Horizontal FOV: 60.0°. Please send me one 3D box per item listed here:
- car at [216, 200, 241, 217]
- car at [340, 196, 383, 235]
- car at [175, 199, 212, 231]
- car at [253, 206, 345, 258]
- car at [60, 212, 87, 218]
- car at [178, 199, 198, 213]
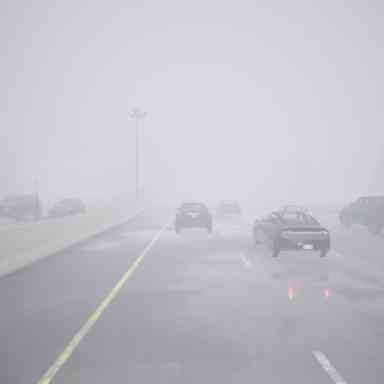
[{"bbox_3d":[3.380,1.493,31.479,2.128,1.511,4.902,0,0,-2],"label":"car"},{"bbox_3d":[10.600,1.222,19.113,2.150,2.045,5.566,0,0,0],"label":"car"},{"bbox_3d":[0.096,1.353,20.522,2.097,1.767,4.553,0,0,0],"label":"car"},{"bbox_3d":[3.600,1.492,12.758,2.128,1.511,4.902,0,0,0],"label":"car"},{"bbox_3d":[-10.750,1.354,28.880,2.097,1.767,4.553,0,0,-2],"label":"car"},{"bbox_3d":[-0.544,1.549,39.196,2.033,1.411,5.357,0,0,-4],"label":"car"}]
